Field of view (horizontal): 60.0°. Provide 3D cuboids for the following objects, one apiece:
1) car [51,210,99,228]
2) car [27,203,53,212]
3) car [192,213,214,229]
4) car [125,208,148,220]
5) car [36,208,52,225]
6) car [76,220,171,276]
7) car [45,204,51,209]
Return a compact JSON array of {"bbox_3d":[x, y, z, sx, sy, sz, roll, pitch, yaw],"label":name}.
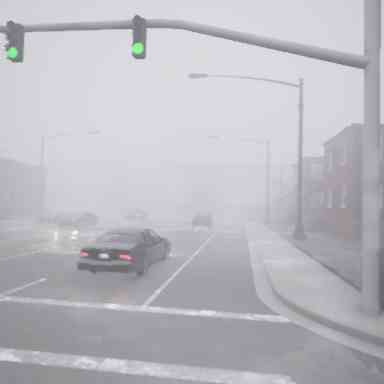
[{"bbox_3d":[-10.152,2.419,29.997,1.882,1.535,5.008,1,-2,9],"label":"car"},{"bbox_3d":[-31.990,3.326,70.063,4.553,1.767,2.097,1,-2,9],"label":"car"},{"bbox_3d":[1.167,2.897,34.097,2.128,1.511,4.902,1,-2,9],"label":"car"},{"bbox_3d":[-7.669,3.056,46.029,2.097,1.767,4.553,1,-2,9],"label":"car"},{"bbox_3d":[-13.257,2.577,32.903,1.895,1.301,4.718,1,-2,9],"label":"car"},{"bbox_3d":[-2.139,1.975,11.917,2.033,1.411,5.357,1,-2,9],"label":"car"},{"bbox_3d":[-24.743,2.988,53.725,2.033,1.411,5.357,1,-5,18],"label":"car"}]
